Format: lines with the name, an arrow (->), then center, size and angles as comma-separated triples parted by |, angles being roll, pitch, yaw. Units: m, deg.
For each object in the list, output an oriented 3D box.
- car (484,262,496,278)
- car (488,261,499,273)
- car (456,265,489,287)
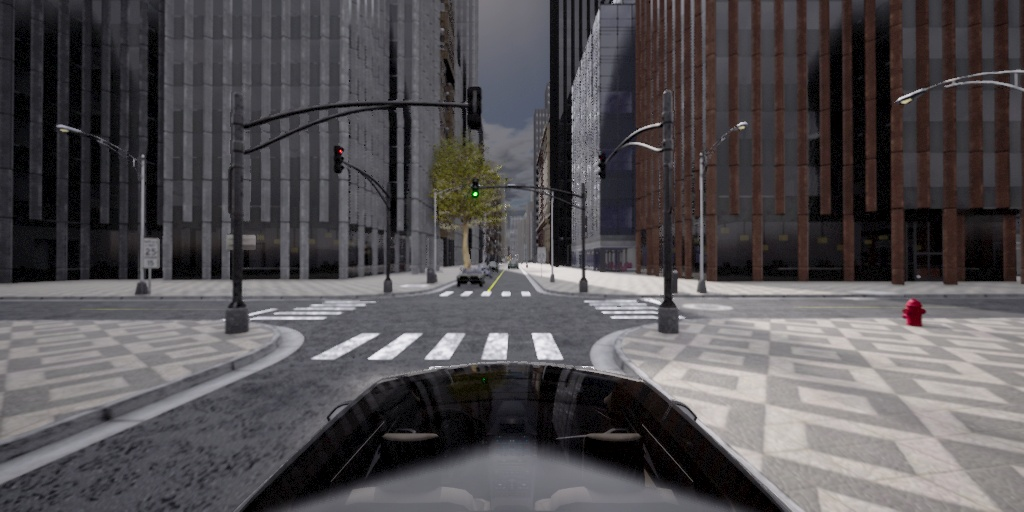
car -> -3.032, 1.630, 37.551 | 1.994, 1.385, 4.181 | 0, 0, 0
car -> -2.983, 1.552, 52.631 | 2.097, 1.767, 4.553 | 0, -1, 0
car -> -3.026, 1.574, 27.005 | 1.895, 1.301, 4.718 | 0, -1, -1
